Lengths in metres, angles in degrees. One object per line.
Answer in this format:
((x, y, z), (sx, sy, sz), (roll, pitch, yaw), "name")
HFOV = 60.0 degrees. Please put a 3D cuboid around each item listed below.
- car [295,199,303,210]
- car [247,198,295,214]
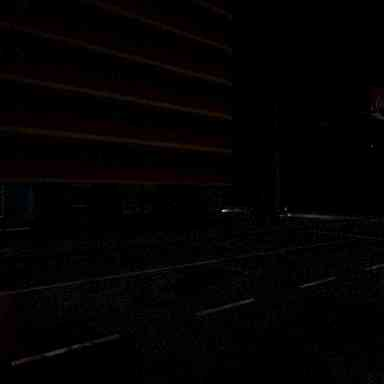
((11.830, 1.491, 42.559), (2.128, 1.511, 4.902), (0, 0, -36), "car")
((8.037, 1.491, 35.549), (2.128, 1.511, 4.902), (0, 0, -36), "car")
